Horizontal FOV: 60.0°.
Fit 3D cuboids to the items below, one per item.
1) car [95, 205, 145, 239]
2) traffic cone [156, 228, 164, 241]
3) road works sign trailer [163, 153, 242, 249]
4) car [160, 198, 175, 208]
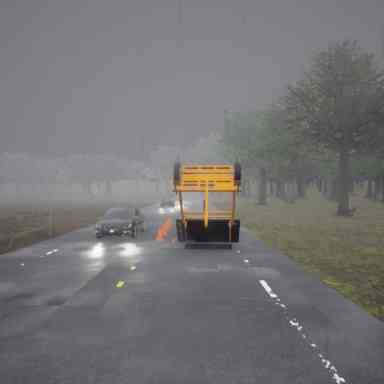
[{"bbox_3d":[-3.576,1.492,17.248,1.837,1.490,4.892,0,0,0],"label":"car"},{"bbox_3d":[-1.465,1.944,15.333,0.340,0.580,0.340,0,0,0],"label":"traffic cone"},{"bbox_3d":[0.549,0.922,11.781,2.380,3.560,2.880,0,45,4],"label":"road works sign trailer"},{"bbox_3d":[-3.434,1.552,46.714,1.895,1.301,4.718,0,0,0],"label":"car"}]
